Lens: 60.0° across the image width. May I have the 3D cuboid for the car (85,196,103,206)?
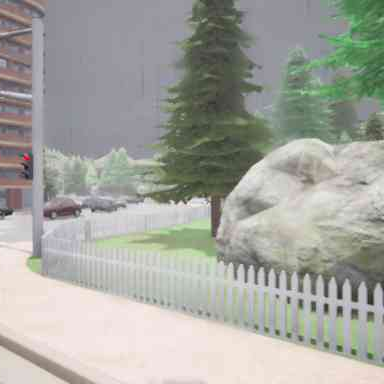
[{"bbox_3d":[-15.925,1.447,53.705,2.128,1.511,4.902,0,0,-24],"label":"car"}]

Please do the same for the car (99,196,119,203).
[{"bbox_3d":[-17.073,1.552,68.440,4.718,1.301,1.895,0,0,44],"label":"car"}]

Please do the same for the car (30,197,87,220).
[{"bbox_3d":[-11.323,1.428,28.010,1.882,1.535,5.008,0,0,15],"label":"car"}]

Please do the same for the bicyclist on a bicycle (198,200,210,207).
[{"bbox_3d":[1.299,1.249,33.333,1.656,1.620,0.582,0,0,7],"label":"bicyclist on a bicycle"}]

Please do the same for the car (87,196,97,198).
[{"bbox_3d":[-13.289,1.458,43.692,1.837,1.490,4.892,0,0,-8],"label":"car"}]

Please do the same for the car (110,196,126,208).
[{"bbox_3d":[-10.013,1.553,45.711,1.895,1.301,4.718,0,0,-10],"label":"car"}]

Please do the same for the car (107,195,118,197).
[{"bbox_3d":[-12.907,1.306,55.423,2.097,1.767,4.553,0,0,-24],"label":"car"}]

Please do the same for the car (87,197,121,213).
[{"bbox_3d":[-9.663,1.515,36.847,1.994,1.385,4.181,0,0,4],"label":"car"}]

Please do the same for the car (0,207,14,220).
[{"bbox_3d":[-16.166,1.553,25.132,1.895,1.301,4.718,0,0,23],"label":"car"}]

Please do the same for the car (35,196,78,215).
[{"bbox_3d":[-13.578,1.304,33.657,2.097,1.767,4.553,0,0,8],"label":"car"}]
